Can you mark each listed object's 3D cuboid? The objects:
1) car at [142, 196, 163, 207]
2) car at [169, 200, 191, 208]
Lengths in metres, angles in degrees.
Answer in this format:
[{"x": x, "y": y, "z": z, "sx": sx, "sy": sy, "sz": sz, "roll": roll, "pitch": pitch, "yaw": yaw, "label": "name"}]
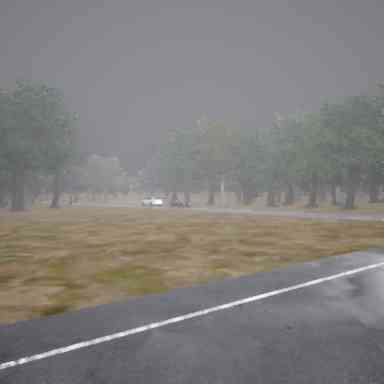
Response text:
[{"x": -7.900, "y": 1.865, "z": 65.863, "sx": 2.150, "sy": 2.045, "sz": 5.566, "roll": 2, "pitch": -2, "yaw": -34, "label": "car"}, {"x": -2.179, "y": 2.067, "z": 57.570, "sx": 1.895, "sy": 1.301, "sz": 4.718, "roll": 2, "pitch": -2, "yaw": -34, "label": "car"}]
